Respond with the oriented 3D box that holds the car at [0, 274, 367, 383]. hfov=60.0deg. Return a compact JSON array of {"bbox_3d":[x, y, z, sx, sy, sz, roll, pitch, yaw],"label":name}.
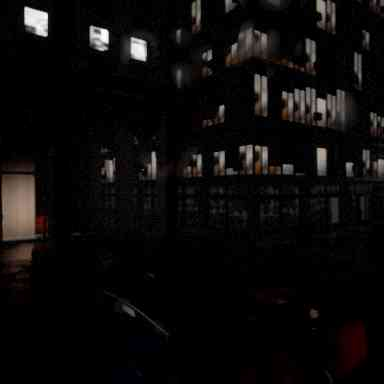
[{"bbox_3d":[-0.458,1.610,3.053,4.718,1.301,1.895,0,0,-36],"label":"car"}]
